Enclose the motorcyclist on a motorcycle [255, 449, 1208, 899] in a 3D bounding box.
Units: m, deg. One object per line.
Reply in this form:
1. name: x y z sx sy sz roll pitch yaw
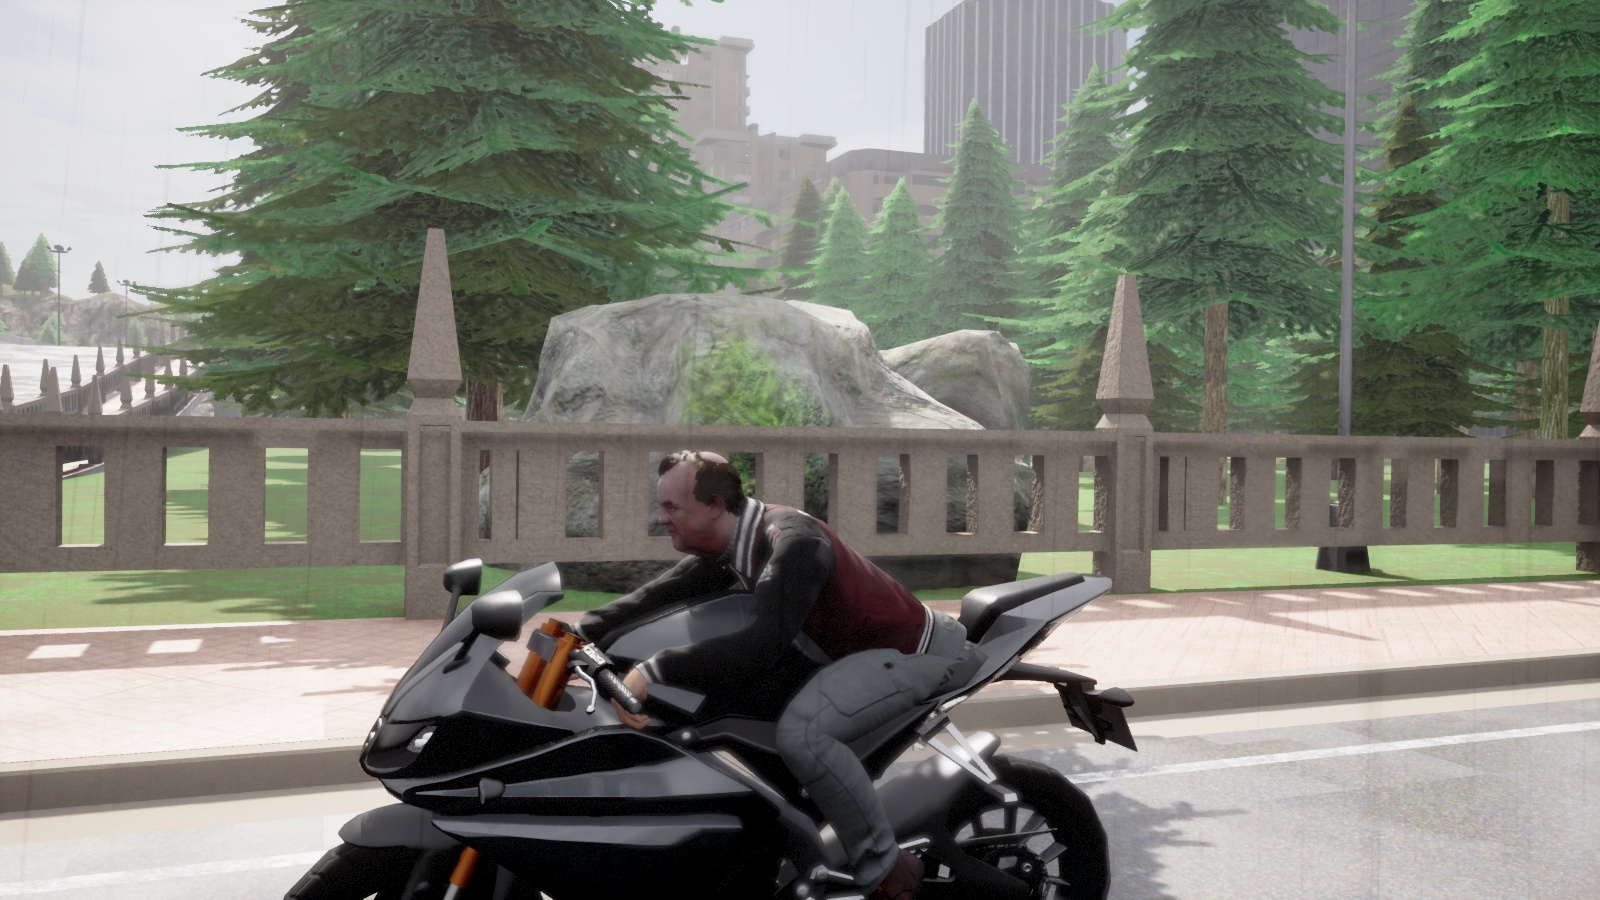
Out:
1. motorcyclist on a motorcycle: -0.153 0.783 3.181 2.191 1.530 0.866 -1 1 -21
